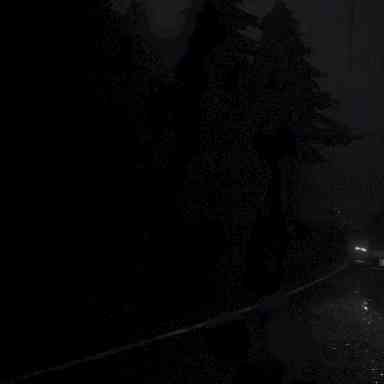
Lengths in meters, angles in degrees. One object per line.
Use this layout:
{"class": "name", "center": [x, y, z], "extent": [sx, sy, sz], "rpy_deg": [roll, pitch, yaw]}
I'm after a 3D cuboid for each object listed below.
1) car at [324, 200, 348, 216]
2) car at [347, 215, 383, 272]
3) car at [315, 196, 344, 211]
{"class": "car", "center": [16.768, 1.994, 38.434], "extent": [1.837, 1.490, 4.892], "rpy_deg": [-4, -2, 19]}
{"class": "car", "center": [6.249, 1.527, 10.342], "extent": [2.128, 1.511, 4.902], "rpy_deg": [-2, -1, 34]}
{"class": "car", "center": [20.527, 1.706, 49.141], "extent": [5.566, 2.045, 2.150], "rpy_deg": [-3, 1, -37]}
